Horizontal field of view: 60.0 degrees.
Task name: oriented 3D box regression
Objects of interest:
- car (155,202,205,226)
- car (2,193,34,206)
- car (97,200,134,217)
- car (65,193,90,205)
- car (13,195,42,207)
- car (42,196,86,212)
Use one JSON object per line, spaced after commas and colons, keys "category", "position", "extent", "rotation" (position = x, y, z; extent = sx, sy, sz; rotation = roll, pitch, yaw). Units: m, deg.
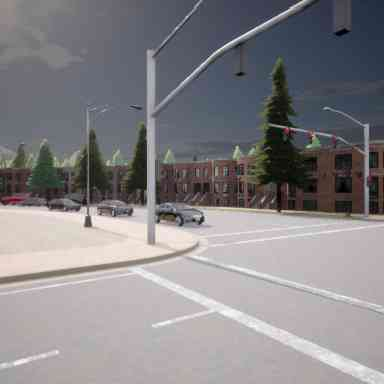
{"category": "car", "position": [-1.072, 1.492, 23.352], "extent": [2.128, 1.511, 4.902], "rotation": [0, 0, -36]}
{"category": "car", "position": [-29.038, 1.221, 55.918], "extent": [5.566, 2.045, 2.150], "rotation": [0, 0, 10]}
{"category": "car", "position": [-7.364, 1.505, 31.555], "extent": [1.837, 1.490, 4.892], "rotation": [0, 0, -41]}
{"category": "car", "position": [-18.919, 1.221, 52.865], "extent": [5.566, 2.045, 2.150], "rotation": [0, 0, 23]}
{"category": "car", "position": [-24.176, 1.547, 51.132], "extent": [5.357, 1.411, 2.033], "rotation": [0, 0, 17]}
{"category": "car", "position": [-14.872, 1.503, 38.610], "extent": [4.892, 1.490, 1.837], "rotation": [0, 0, 35]}
